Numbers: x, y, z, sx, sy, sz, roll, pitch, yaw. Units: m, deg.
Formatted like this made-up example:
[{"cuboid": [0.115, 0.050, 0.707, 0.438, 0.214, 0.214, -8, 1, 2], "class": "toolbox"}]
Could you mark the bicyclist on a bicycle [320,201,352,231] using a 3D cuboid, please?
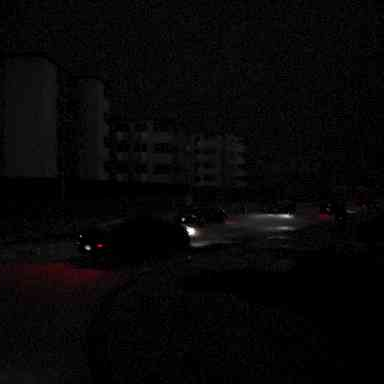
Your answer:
[{"cuboid": [8.026, 1.355, 18.593, 1.656, 1.620, 0.582, 0, 0, 35], "class": "bicyclist on a bicycle"}]

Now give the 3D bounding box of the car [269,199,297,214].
[{"cuboid": [9.769, 1.528, 35.497, 1.812, 1.442, 4.674, 0, 0, 35], "class": "car"}]

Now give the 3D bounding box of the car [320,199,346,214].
[{"cuboid": [15.273, 1.516, 36.015, 1.837, 1.490, 4.892, 0, 0, 35], "class": "car"}]

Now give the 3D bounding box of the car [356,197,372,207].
[{"cuboid": [27.409, 1.515, 53.061, 2.128, 1.511, 4.902, 0, 0, 35], "class": "car"}]

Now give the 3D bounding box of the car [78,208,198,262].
[{"cuboid": [-1.920, 1.518, 12.133, 1.812, 1.442, 4.674, -1, 0, 34], "class": "car"}]

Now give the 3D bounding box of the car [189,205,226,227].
[{"cuboid": [0.597, 1.557, 22.639, 1.994, 1.385, 4.181, 0, 0, 35], "class": "car"}]
